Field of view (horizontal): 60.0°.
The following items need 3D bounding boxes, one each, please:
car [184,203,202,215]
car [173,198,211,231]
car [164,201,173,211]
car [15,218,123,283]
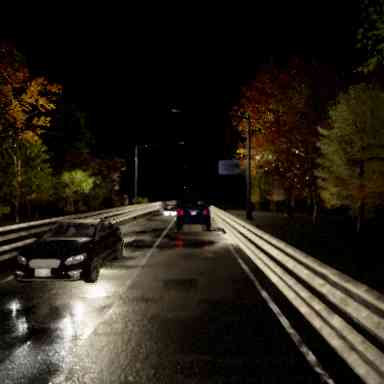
[{"bbox_3d":[0.130,2.077,41.886,2.033,1.411,5.357,0,-1,0],"label":"car"},{"bbox_3d":[0.114,1.430,22.620,2.150,2.045,5.566,0,-1,0],"label":"car"},{"bbox_3d":[-3.291,2.187,51.626,2.128,1.511,4.902,0,-1,0],"label":"car"},{"bbox_3d":[-3.341,1.560,9.912,2.128,1.511,4.902,0,0,0],"label":"car"}]
